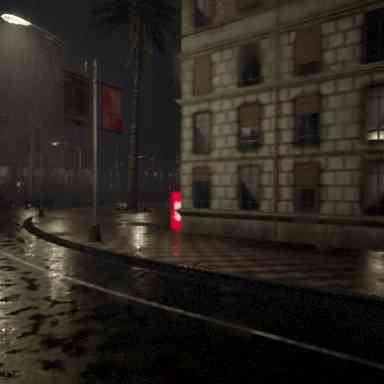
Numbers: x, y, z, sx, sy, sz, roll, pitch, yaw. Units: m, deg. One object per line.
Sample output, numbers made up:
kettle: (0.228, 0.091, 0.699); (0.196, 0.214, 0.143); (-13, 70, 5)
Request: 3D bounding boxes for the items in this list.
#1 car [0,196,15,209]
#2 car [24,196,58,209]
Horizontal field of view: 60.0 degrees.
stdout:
car: (-21.300, 1.191, 36.359); (1.882, 1.535, 5.008); (0, 0, 1)
car: (-17.608, 1.230, 38.997); (1.837, 1.490, 4.892); (0, 1, 5)
